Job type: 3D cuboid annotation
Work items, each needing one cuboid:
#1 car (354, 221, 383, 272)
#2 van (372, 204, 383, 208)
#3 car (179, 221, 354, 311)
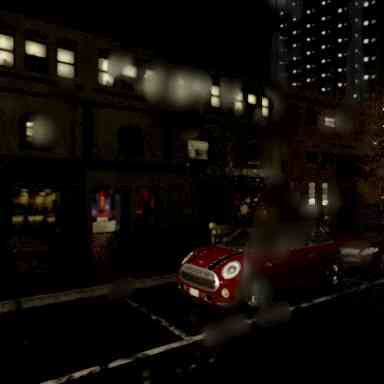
[{"bbox_3d":[6.171,1.650,10.968,4.206,1.307,1.802,0,-1,-36],"label":"car"},{"bbox_3d":[29.350,1.652,50.181,1.690,1.788,3.998,0,0,-35],"label":"van"},{"bbox_3d":[1.674,1.475,7.760,4.097,1.590,1.967,0,-1,-36],"label":"car"}]
